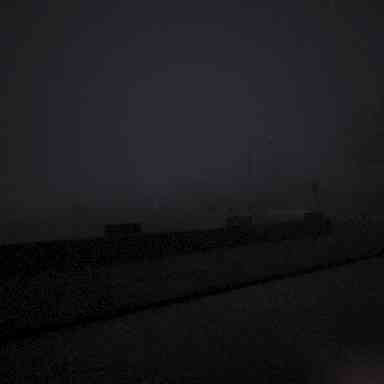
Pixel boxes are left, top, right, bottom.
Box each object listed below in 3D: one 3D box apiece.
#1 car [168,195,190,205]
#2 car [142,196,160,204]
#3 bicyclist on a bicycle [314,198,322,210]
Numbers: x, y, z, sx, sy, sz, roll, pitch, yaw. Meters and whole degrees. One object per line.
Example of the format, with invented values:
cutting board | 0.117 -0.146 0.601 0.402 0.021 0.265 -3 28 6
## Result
car | -2.258 1.352 57.328 2.097 1.767 4.553 0 0 -35
car | -8.129 1.477 65.481 1.882 1.535 5.008 0 0 -35
bicyclist on a bicycle | 15.231 1.348 40.125 1.656 1.620 0.582 0 0 -35
